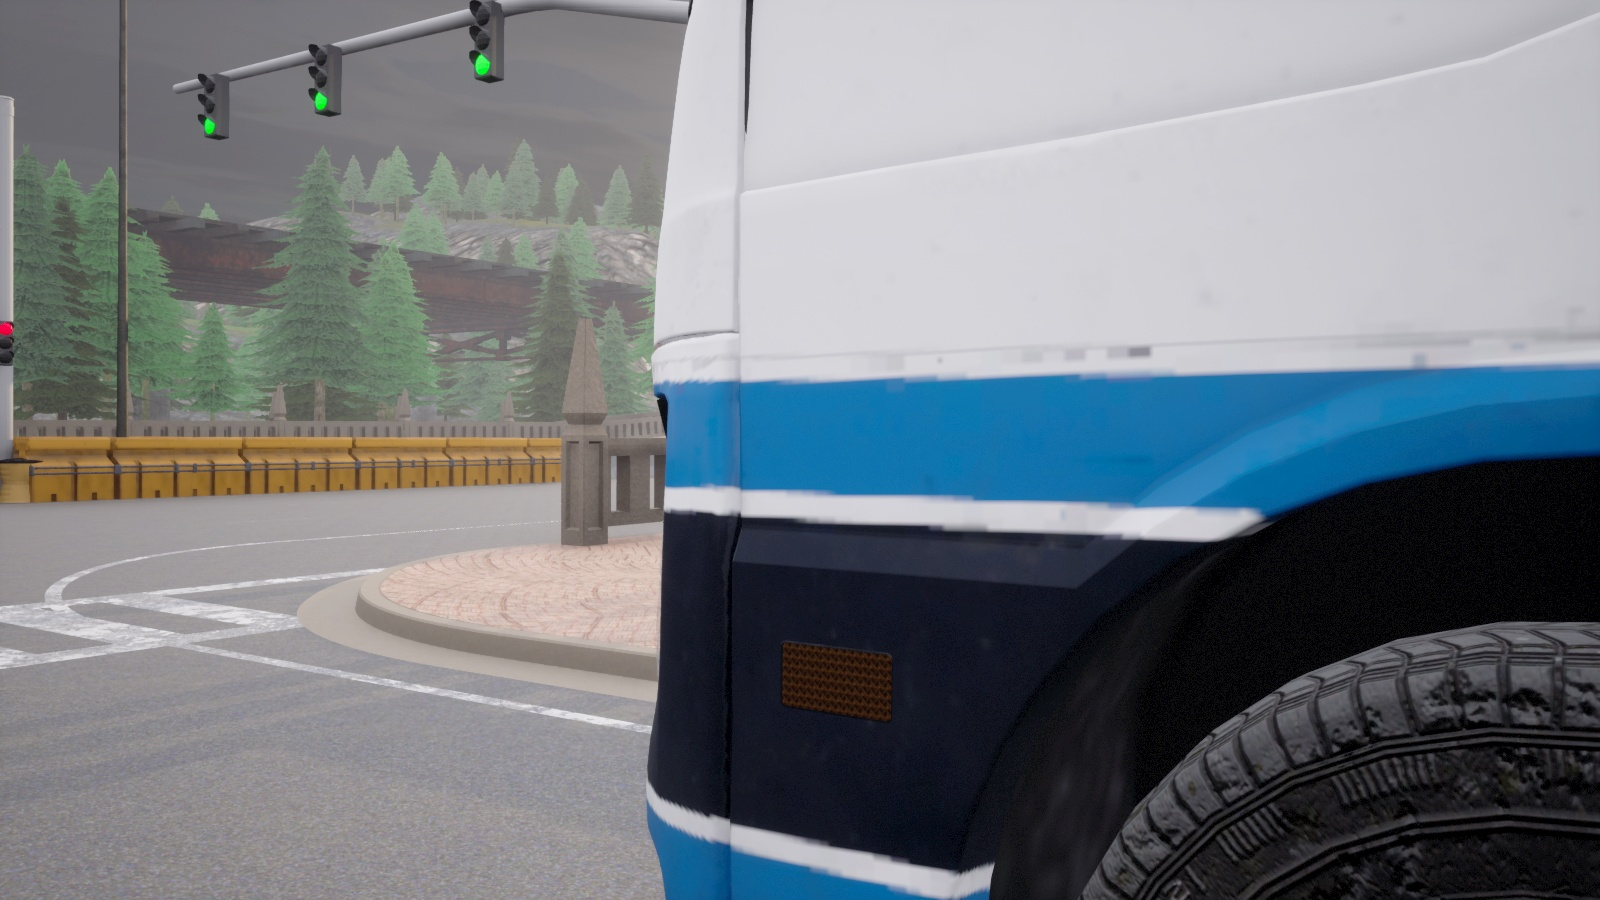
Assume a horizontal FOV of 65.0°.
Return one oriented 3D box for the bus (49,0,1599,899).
[{"bbox_3d":[4.151,-0.694,0.838,10.273,4.253,3.944,0,1,34],"label":"bus"}]
